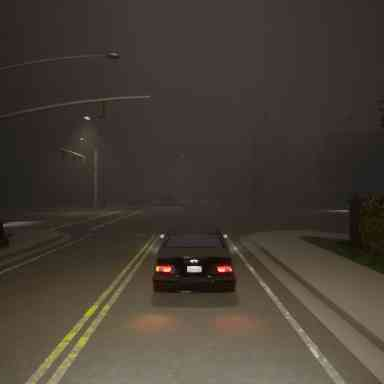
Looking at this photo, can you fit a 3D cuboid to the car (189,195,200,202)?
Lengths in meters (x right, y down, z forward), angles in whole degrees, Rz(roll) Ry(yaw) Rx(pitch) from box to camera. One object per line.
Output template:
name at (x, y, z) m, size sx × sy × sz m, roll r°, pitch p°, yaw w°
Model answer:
car at (0.535, 1.527, 79.015) m, size 2.033 × 1.411 × 5.357 m, roll 0°, pitch 0°, yaw 12°

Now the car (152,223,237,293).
car at (0.051, 1.547, 8.984) m, size 2.033 × 1.411 × 5.357 m, roll 0°, pitch 0°, yaw 0°

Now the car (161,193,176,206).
car at (-3.733, 1.221, 54.017) m, size 2.150 × 2.045 × 5.566 m, roll 0°, pitch 0°, yaw 0°
